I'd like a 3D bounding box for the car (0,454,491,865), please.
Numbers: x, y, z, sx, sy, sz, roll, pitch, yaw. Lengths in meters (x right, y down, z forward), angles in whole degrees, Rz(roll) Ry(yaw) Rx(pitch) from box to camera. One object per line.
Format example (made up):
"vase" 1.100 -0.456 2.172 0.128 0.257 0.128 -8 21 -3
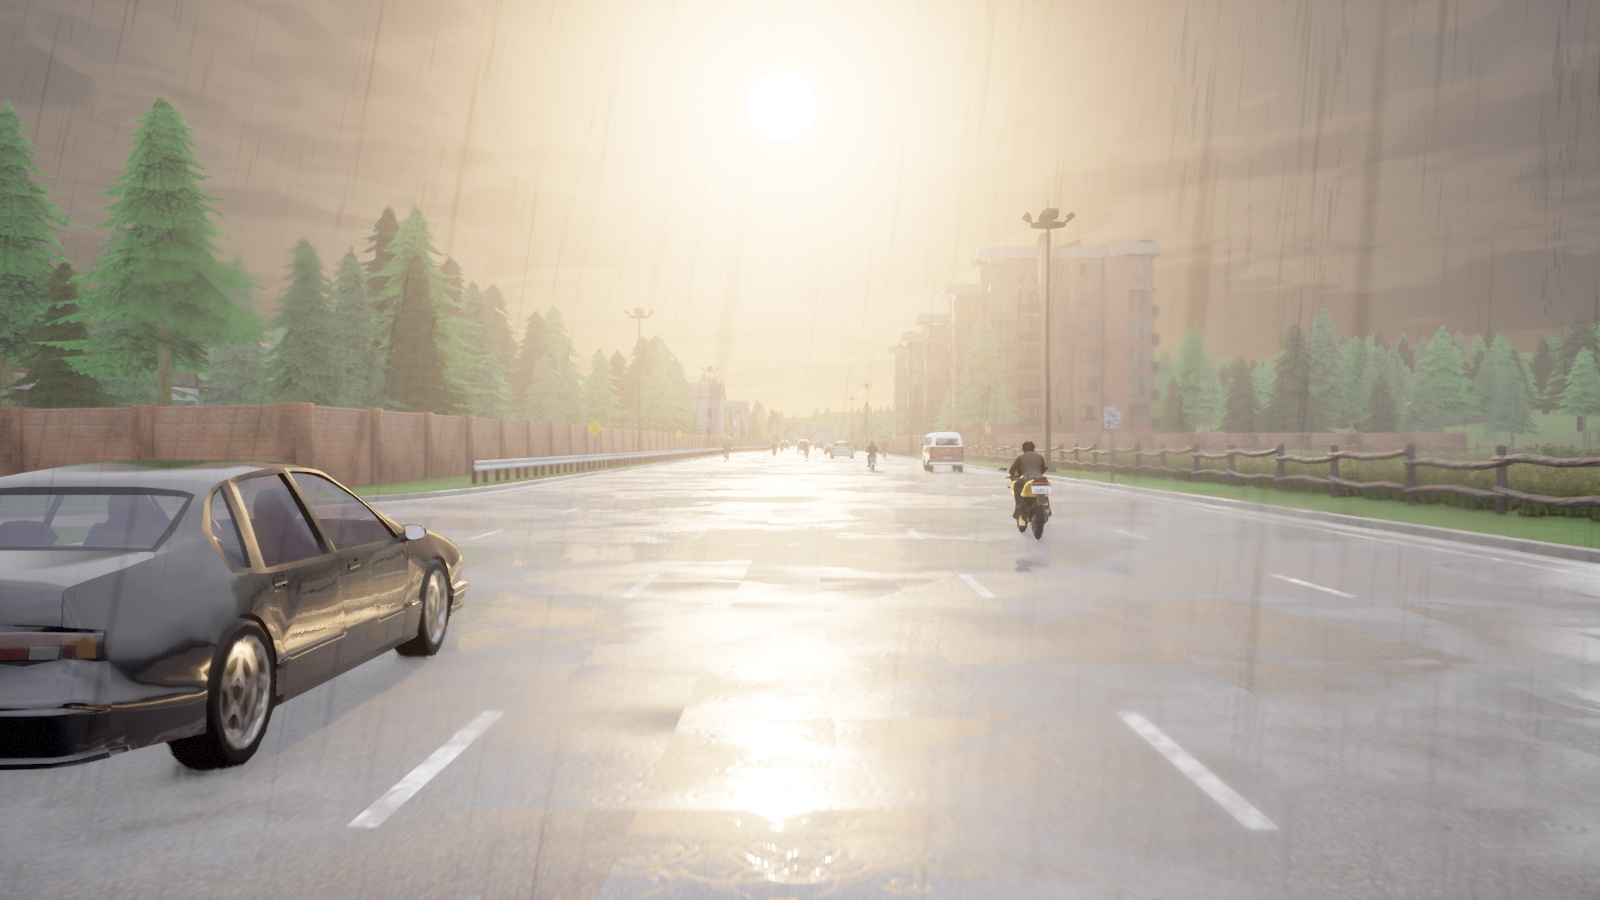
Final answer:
"car" -3.445 0.751 7.139 2.033 1.411 5.357 0 0 0

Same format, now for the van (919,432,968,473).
"van" 7.373 0.111 65.038 2.069 2.038 4.480 0 1 0

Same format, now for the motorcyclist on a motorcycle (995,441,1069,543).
"motorcyclist on a motorcycle" 3.624 0.620 19.816 0.797 1.523 2.044 0 0 0
